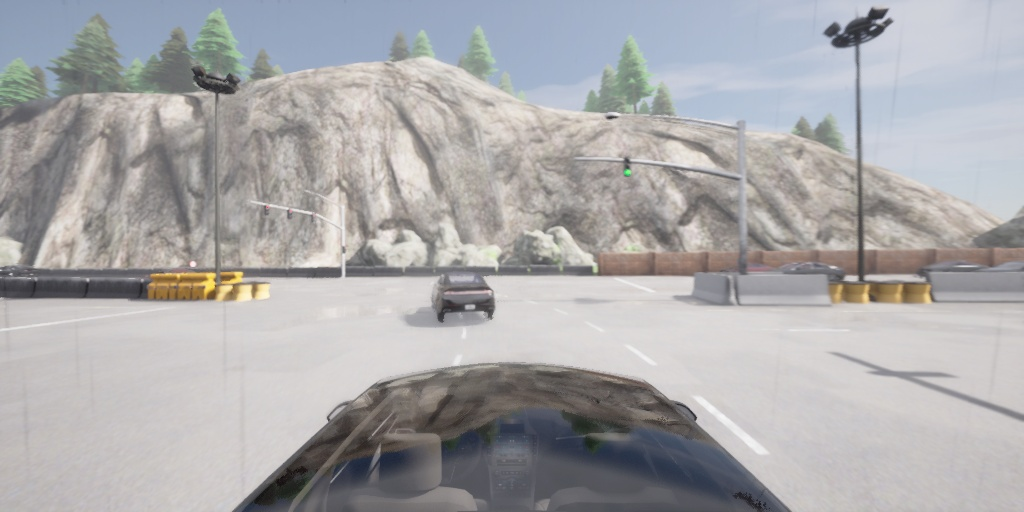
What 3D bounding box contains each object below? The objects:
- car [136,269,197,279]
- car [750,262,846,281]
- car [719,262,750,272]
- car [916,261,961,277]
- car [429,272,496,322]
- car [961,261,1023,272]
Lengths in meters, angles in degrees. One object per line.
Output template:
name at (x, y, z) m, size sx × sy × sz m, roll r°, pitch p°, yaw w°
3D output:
car at (-24.236, 1.649, 25.487) m, size 4.674 × 1.442 × 1.812 m, roll 0°, pitch 0°, yaw 6°
car at (19.368, 1.150, 24.107) m, size 4.902 × 1.511 × 2.128 m, roll -1°, pitch 0°, yaw 6°
car at (20.309, 1.251, 31.041) m, size 4.181 × 1.385 × 1.994 m, roll -1°, pitch 0°, yaw 6°
car at (35.956, 1.067, 29.279) m, size 4.181 × 1.385 × 1.994 m, roll -1°, pitch 0°, yaw 7°
car at (-1.889, 1.326, 12.971) m, size 2.128 × 1.511 × 4.902 m, roll 0°, pitch 0°, yaw -15°
car at (32.227, 1.033, 22.667) m, size 4.674 × 1.442 × 1.812 m, roll -1°, pitch 0°, yaw 6°
